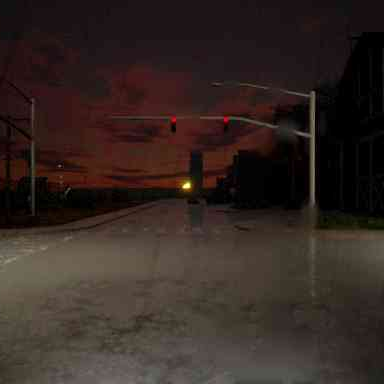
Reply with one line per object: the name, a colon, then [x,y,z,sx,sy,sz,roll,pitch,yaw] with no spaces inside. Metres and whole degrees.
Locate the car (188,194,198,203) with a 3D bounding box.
car: [0.179,1.352,67.303,2.097,1.767,4.553,0,0,0]

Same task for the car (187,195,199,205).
car: [0.194,1.496,57.563,2.033,1.411,5.357,0,-1,1]

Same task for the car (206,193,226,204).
car: [4.321,1.144,59.865,1.905,1.878,3.866,-8,3,-42]
